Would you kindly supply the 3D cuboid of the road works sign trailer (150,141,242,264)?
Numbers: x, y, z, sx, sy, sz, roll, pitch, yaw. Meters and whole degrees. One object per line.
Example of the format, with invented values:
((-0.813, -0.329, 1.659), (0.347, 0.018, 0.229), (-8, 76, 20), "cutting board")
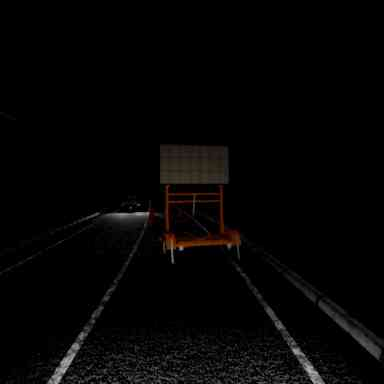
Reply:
((0.041, 0.175, 10.817), (2.380, 3.560, 2.880), (-1, 1, -16), "road works sign trailer")

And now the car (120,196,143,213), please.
((-5.430, 1.070, 30.223), (1.812, 1.442, 4.674), (0, 0, -7), "car")
